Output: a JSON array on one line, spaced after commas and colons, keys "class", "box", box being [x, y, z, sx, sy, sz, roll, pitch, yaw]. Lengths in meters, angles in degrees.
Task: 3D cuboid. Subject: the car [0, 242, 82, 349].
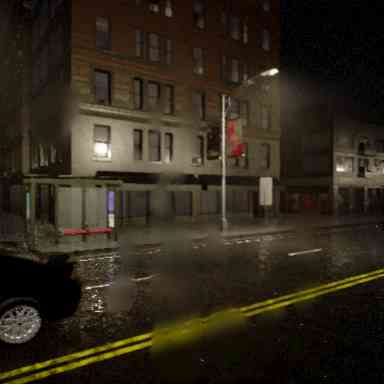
[{"class": "car", "box": [-4.178, 1.475, 4.697, 5.008, 1.535, 1.882, 0, 0, -35]}]

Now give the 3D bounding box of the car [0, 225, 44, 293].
[{"class": "car", "box": [-6.024, 1.599, 7.372, 4.718, 1.301, 1.895, 0, 0, -35]}]
